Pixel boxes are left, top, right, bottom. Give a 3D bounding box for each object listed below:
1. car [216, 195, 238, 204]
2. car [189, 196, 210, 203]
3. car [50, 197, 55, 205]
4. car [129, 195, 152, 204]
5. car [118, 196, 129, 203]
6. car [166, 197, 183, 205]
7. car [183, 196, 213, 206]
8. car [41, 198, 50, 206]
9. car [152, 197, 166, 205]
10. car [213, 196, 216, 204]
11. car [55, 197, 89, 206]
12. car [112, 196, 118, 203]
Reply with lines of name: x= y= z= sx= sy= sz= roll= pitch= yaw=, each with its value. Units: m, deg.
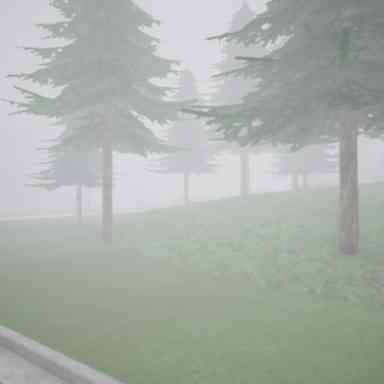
car: x=7.335 y=1.405 z=65.552 sx=2.097 sy=1.767 sz=4.553 roll=0 pitch=0 yaw=35
car: x=1.614 y=1.528 z=69.586 sx=1.837 sy=1.490 sz=4.892 roll=0 pitch=0 yaw=35
car: x=-21.172 y=1.560 z=57.213 sx=1.882 sy=1.535 sz=5.008 roll=0 pitch=0 yaw=36
car: x=-9.808 y=1.426 z=67.244 sx=2.097 sy=1.767 sz=4.553 roll=0 pitch=0 yaw=35
car: x=-12.268 y=1.612 z=69.820 sx=2.033 sy=1.411 sz=5.357 roll=0 pitch=0 yaw=35
car: x=-1.915 y=1.584 z=58.386 sx=1.812 sy=1.442 sz=4.674 roll=0 pitch=0 yaw=36
car: x=1.065 y=1.653 z=56.537 sx=1.895 sy=1.301 sz=4.718 roll=0 pitch=0 yaw=36
car: x=-24.324 y=1.614 z=58.782 sx=1.812 sy=1.442 sz=4.674 roll=0 pitch=0 yaw=36
car: x=-4.590 y=1.590 z=60.661 sx=1.812 sy=1.442 sz=4.674 roll=0 pitch=0 yaw=36
car: x=4.466 y=1.550 z=67.556 sx=2.128 sy=1.511 sz=4.902 roll=0 pitch=0 yaw=35
car: x=-19.038 y=1.568 z=54.207 sx=2.128 sy=1.511 sz=4.902 roll=0 pitch=0 yaw=35
car: x=-15.413 y=1.580 z=71.431 sx=1.837 sy=1.490 sz=4.892 roll=0 pitch=0 yaw=35
